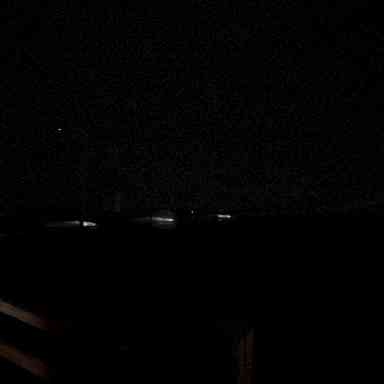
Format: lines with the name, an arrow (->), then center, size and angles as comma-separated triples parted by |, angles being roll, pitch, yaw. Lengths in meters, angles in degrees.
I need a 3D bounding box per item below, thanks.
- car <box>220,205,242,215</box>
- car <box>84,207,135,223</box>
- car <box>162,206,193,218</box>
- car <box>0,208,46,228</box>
car -> 6.350, 2.911, 53.532 | 1.837, 1.490, 4.892 | 3, 0, 36
car -> -8.163, 2.225, 33.466 | 2.033, 1.411, 5.357 | 3, 0, 36
car -> -1.804, 2.515, 42.305 | 1.837, 1.490, 4.892 | 3, 0, 36
car -> -13.600, 1.951, 25.873 | 1.994, 1.385, 4.181 | 3, 0, 36
